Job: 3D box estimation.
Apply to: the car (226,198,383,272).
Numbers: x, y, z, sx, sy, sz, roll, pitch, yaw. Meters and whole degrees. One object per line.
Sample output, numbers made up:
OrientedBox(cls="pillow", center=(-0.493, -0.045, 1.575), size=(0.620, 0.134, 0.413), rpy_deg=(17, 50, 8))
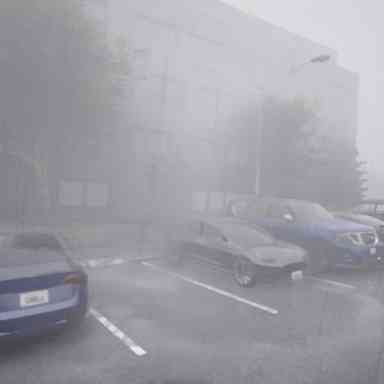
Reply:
OrientedBox(cls="car", center=(3.330, 1.257, 11.310), size=(2.435, 2.045, 5.566), rpy_deg=(0, 0, -36))

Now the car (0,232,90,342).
OrientedBox(cls="car", center=(-3.526, 1.512, 6.488), size=(2.163, 1.488, 4.792), rpy_deg=(0, 0, -36))

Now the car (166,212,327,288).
OrientedBox(cls="car", center=(1.056, 1.529, 9.686), size=(2.163, 1.488, 4.792), rpy_deg=(0, 0, -36))
